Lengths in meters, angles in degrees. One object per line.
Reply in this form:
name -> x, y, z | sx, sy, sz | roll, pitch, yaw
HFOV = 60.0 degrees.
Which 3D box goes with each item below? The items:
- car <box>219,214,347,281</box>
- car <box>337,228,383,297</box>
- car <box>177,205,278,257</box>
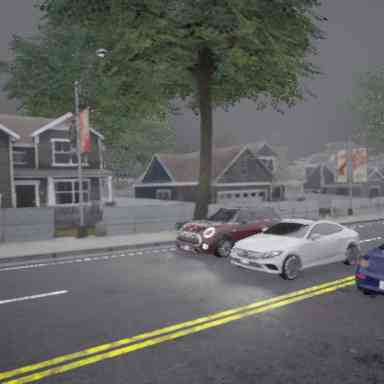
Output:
car -> 3.267, 1.521, 10.005 | 4.674, 1.442, 1.812 | 0, 0, -35
car -> 5.387, 1.520, 7.282 | 4.674, 1.442, 1.812 | 0, 0, -35
car -> 1.644, 1.347, 12.839 | 4.553, 1.767, 2.097 | 0, 0, -35
